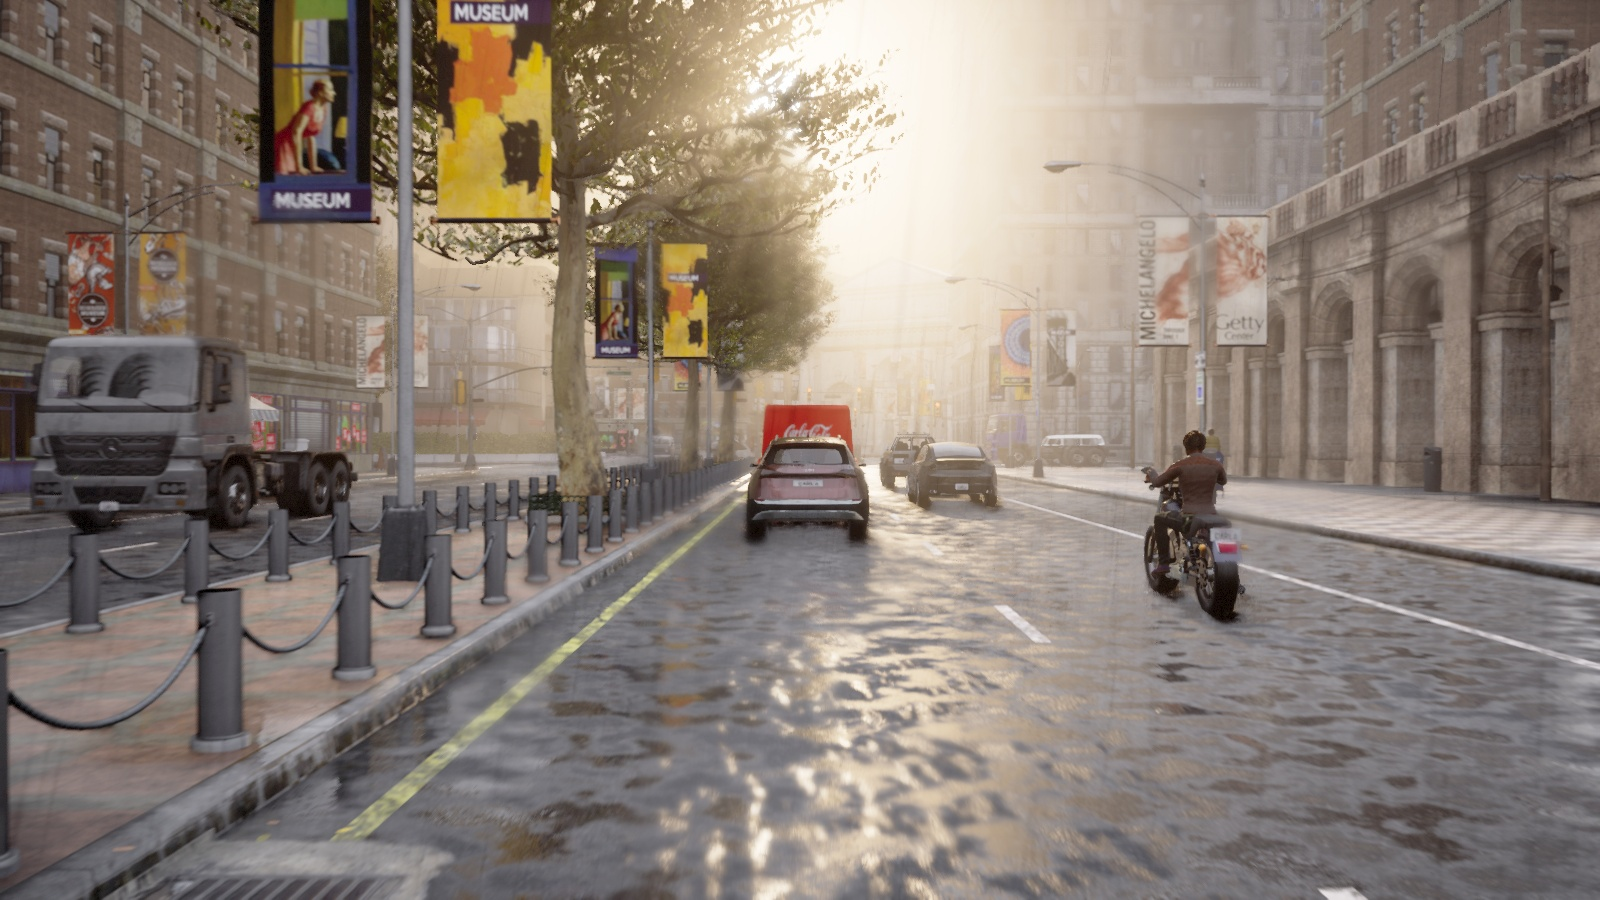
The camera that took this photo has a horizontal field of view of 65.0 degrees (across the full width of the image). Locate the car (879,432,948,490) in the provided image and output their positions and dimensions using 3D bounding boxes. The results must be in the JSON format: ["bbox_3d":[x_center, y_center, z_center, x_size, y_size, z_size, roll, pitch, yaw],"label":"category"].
[{"bbox_3d":[3.756,0.328,42.340,1.932,1.855,4.605,0,0,0],"label":"car"}]

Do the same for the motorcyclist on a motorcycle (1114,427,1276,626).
[{"bbox_3d":[3.581,0.634,11.624,0.766,1.649,2.350,0,0,0],"label":"motorcyclist on a motorcycle"}]

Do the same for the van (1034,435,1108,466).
[{"bbox_3d":[18.059,0.012,83.893,4.480,2.038,2.069,0,0,0],"label":"van"}]

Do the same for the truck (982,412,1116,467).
[{"bbox_3d":[15.853,-0.675,80.223,7.936,3.462,2.891,0,0,-2],"label":"truck"}]

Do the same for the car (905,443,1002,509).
[{"bbox_3d":[3.691,0.580,30.979,1.837,1.490,4.892,0,0,0],"label":"car"}]

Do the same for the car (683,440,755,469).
[{"bbox_3d":[-4.598,0.237,71.641,1.851,1.617,3.988,0,0,40],"label":"car"}]

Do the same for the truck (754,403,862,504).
[{"bbox_3d":[0.204,0.073,33.107,2.627,2.467,5.204,0,0,0],"label":"truck"}]

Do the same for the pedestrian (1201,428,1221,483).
[{"bbox_3d":[13.796,0.177,42.180,0.431,1.840,0.709,0,0,0],"label":"pedestrian"}]

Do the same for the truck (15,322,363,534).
[{"bbox_3d":[-11.349,-0.382,24.454,2.891,3.462,7.936,0,0,0],"label":"truck"}]

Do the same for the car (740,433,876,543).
[{"bbox_3d":[0.136,0.557,21.189,2.033,1.649,4.856,0,0,0],"label":"car"}]
